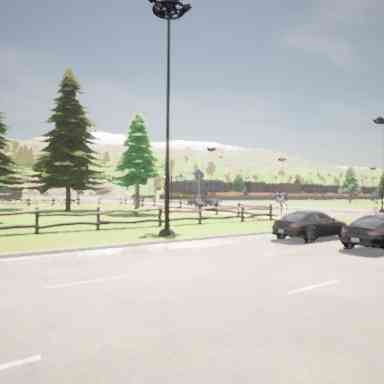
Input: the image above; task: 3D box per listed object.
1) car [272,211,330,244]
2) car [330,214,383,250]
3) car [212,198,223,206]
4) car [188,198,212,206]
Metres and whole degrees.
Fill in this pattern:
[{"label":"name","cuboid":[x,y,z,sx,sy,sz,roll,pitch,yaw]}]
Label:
[{"label":"car","cuboid":[6.008,1.666,16.740,4.674,1.442,1.812,0,0,-35]},{"label":"car","cuboid":[8.049,1.666,13.897,4.674,1.442,1.812,0,0,-35]},{"label":"car","cuboid":[3.835,1.878,63.192,2.128,1.511,4.902,1,0,-35]},{"label":"car","cuboid":[1.022,1.877,61.107,1.812,1.442,4.674,1,-1,-35]}]
